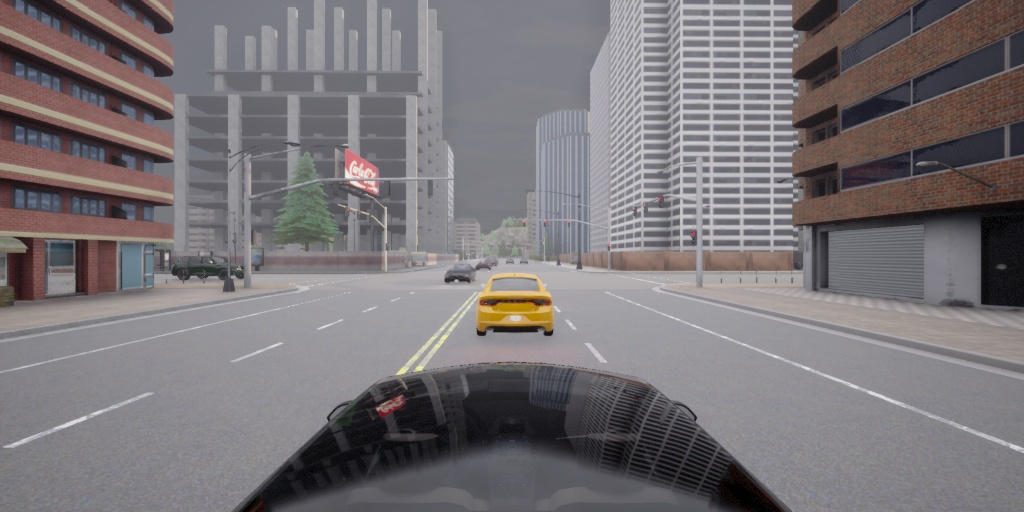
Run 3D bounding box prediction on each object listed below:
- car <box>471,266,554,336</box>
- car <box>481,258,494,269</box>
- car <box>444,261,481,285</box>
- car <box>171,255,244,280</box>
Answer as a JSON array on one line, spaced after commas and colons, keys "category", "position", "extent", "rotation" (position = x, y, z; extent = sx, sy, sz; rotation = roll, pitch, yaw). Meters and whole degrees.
[{"category": "car", "position": [0.063, 1.228, 10.429], "extent": [1.882, 1.535, 5.008], "rotation": [0, 0, 0]}, {"category": "car", "position": [-3.861, 1.351, 49.889], "extent": [1.895, 1.301, 4.718], "rotation": [0, 0, 0]}, {"category": "car", "position": [-3.733, 1.297, 26.713], "extent": [2.033, 1.411, 5.357], "rotation": [0, 0, 0]}, {"category": "car", "position": [-25.310, 0.972, 30.256], "extent": [5.566, 2.045, 2.150], "rotation": [0, 0, -1]}]
